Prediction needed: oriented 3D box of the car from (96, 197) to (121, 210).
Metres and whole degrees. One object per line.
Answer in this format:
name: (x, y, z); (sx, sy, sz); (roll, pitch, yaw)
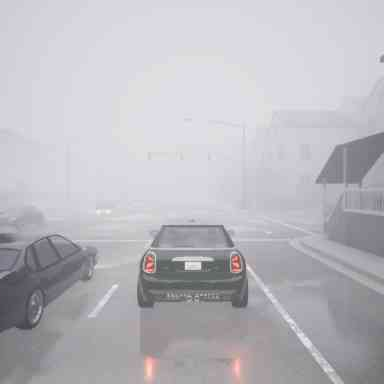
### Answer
car: (-11.024, 1.564, 43.221); (1.994, 1.385, 4.181); (0, 0, -1)

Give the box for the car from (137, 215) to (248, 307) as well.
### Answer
car: (0.006, 1.352, 8.124); (2.097, 1.767, 4.553); (0, 0, 0)

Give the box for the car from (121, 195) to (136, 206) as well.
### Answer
car: (-11.132, 1.354, 55.251); (2.097, 1.767, 4.553); (0, 0, 0)

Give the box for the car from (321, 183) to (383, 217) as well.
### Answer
car: (13.707, 0.727, 27.933); (5.566, 2.045, 2.150); (-14, 0, -2)

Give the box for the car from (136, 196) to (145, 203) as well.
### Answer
car: (-11.195, 1.525, 70.315); (2.128, 1.511, 4.902); (0, 0, -1)

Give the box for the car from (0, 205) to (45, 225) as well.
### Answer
car: (-10.790, 1.526, 20.723); (1.812, 1.442, 4.674); (0, 0, -1)

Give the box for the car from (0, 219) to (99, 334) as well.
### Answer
car: (-3.485, 1.547, 6.843); (2.033, 1.411, 5.357); (0, 0, 0)
